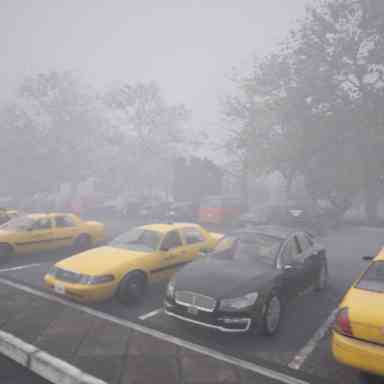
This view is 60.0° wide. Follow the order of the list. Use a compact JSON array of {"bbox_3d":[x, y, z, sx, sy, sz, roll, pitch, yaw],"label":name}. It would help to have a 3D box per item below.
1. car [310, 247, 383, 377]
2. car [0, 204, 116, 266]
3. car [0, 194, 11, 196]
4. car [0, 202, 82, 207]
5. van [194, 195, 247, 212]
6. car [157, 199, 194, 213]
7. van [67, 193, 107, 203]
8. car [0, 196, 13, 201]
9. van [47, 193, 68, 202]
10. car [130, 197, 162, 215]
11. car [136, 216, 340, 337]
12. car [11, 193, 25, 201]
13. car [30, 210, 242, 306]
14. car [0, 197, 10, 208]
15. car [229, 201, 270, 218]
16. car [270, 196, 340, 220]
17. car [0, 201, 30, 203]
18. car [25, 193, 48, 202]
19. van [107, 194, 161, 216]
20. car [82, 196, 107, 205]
[{"bbox_3d":[3.789,1.551,5.525,1.946,1.575,5.366,1,0,36],"label":"car"},{"bbox_3d":[-5.522,1.437,11.804,1.946,1.575,5.366,1,0,36],"label":"car"},{"bbox_3d":[-20.052,1.352,38.683,2.097,1.535,5.008,0,0,36],"label":"car"},{"bbox_3d":[-7.454,1.415,13.659,1.946,1.575,5.366,1,0,36],"label":"car"},{"bbox_3d":[2.357,1.210,22.620,1.878,1.987,4.442,1,0,36],"label":"van"},{"bbox_3d":[0.059,1.442,24.175,2.163,1.488,4.792,1,0,36],"label":"car"},{"bbox_3d":[-8.758,1.149,30.662,1.878,1.987,4.442,0,0,36],"label":"van"},{"bbox_3d":[-12.038,1.265,16.786,2.185,1.767,4.553,0,0,36],"label":"car"},{"bbox_3d":[-11.140,1.144,32.097,1.878,1.987,4.442,0,0,36],"label":"van"},{"bbox_3d":[-2.079,1.426,25.722,2.163,1.488,4.792,0,0,36],"label":"car"},{"bbox_3d":[1.435,1.526,7.007,2.231,1.521,4.892,1,0,36],"label":"car"},{"bbox_3d":[-15.576,1.110,35.416,2.435,2.045,5.566,0,0,36],"label":"car"},{"bbox_3d":[-0.926,1.493,8.478,1.946,1.575,5.366,1,0,36],"label":"car"},{"bbox_3d":[-26.783,1.378,43.557,2.002,1.452,4.674,0,0,36],"label":"car"},{"bbox_3d":[4.615,1.493,20.808,2.163,1.488,4.792,1,0,36],"label":"car"},{"bbox_3d":[6.894,1.240,19.229,2.435,2.045,5.566,1,0,36],"label":"car"},{"bbox_3d":[-9.808,1.403,15.127,2.231,1.521,4.892,1,0,36],"label":"car"},{"bbox_3d":[-13.331,1.114,33.792,2.435,2.045,5.566,0,0,36],"label":"car"},{"bbox_3d":[-4.389,1.161,27.223,1.878,1.987,4.442,0,0,36],"label":"van"},{"bbox_3d":[-6.580,1.379,28.949,2.097,1.535,5.008,0,0,36],"label":"car"}]
